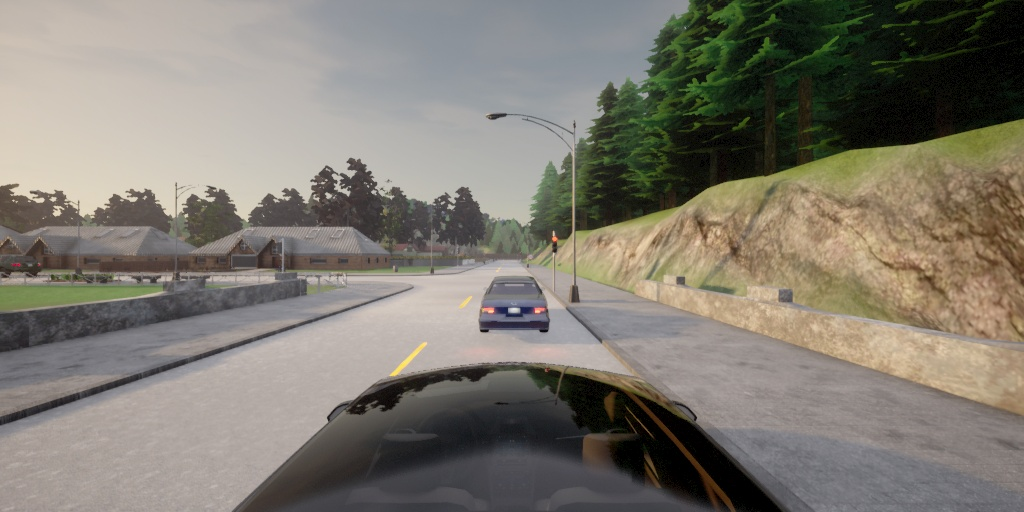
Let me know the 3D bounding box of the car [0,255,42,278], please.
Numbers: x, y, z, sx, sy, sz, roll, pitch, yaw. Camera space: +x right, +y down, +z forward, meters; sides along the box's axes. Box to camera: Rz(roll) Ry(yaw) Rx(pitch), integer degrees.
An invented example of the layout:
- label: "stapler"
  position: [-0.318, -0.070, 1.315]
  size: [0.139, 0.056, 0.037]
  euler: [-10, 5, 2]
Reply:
- label: "car"
  position: [-47.370, 0.971, 33.288]
  size: [5.566, 2.045, 2.150]
  euler: [0, 0, 1]

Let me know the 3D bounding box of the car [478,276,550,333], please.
- label: "car"
  position: [0.064, 1.297, 10.749]
  size: [2.033, 1.411, 5.357]
  euler: [0, 0, 0]

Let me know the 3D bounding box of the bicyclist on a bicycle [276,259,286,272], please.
- label: "bicyclist on a bicycle"
  position: [-24.157, 1.099, 37.533]
  size: [0.582, 1.620, 1.656]
  euler: [0, 0, 0]
